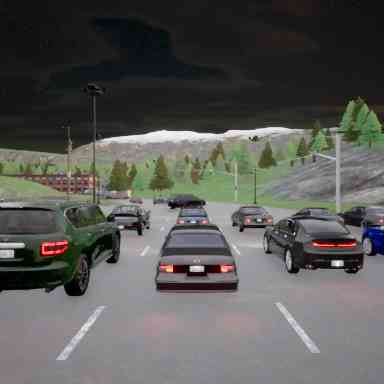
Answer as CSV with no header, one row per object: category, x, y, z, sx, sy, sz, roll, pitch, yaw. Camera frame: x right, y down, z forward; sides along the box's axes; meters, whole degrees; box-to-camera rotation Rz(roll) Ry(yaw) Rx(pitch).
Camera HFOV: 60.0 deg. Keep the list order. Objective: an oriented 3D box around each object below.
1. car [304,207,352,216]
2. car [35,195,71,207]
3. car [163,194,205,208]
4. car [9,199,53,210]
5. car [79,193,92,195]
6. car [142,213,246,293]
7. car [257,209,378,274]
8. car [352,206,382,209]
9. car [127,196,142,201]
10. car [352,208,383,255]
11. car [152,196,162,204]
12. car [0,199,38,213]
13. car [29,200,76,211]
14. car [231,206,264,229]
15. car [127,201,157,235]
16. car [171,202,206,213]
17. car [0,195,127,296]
car,7.039,1.564,19.064,1.994,1.385,4.181,0,0,0
car,-20.782,1.352,49.967,4.553,1.767,2.097,0,0,-2
car,-0.643,1.221,42.541,2.150,2.045,5.566,1,1,42
car,-20.768,1.601,42.950,4.718,1.301,1.895,0,0,-1
car,-16.950,1.352,46.604,4.553,1.767,2.097,0,0,-2
car,0.085,1.547,9.000,2.033,1.411,5.357,0,0,0
car,3.580,1.505,10.592,1.837,1.490,4.892,0,0,0
car,10.528,1.547,20.036,2.033,1.411,5.357,0,0,-1
car,-11.292,1.564,66.253,1.994,1.385,4.181,0,0,-18
car,7.079,1.478,10.076,1.882,1.535,5.008,0,0,0
car,-6.317,1.525,61.820,1.812,1.442,4.674,1,0,-15
car,-19.564,1.491,35.971,4.902,1.511,2.128,0,0,-1
car,-16.504,1.601,39.534,4.718,1.301,1.895,0,0,-1
car,3.527,1.547,20.085,2.033,1.411,5.357,0,0,-1
car,-3.453,1.492,18.611,2.128,1.511,4.902,0,0,0
car,0.050,1.547,19.070,2.033,1.411,5.357,0,0,0
car,-3.417,1.221,8.757,2.150,2.045,5.566,0,0,0
